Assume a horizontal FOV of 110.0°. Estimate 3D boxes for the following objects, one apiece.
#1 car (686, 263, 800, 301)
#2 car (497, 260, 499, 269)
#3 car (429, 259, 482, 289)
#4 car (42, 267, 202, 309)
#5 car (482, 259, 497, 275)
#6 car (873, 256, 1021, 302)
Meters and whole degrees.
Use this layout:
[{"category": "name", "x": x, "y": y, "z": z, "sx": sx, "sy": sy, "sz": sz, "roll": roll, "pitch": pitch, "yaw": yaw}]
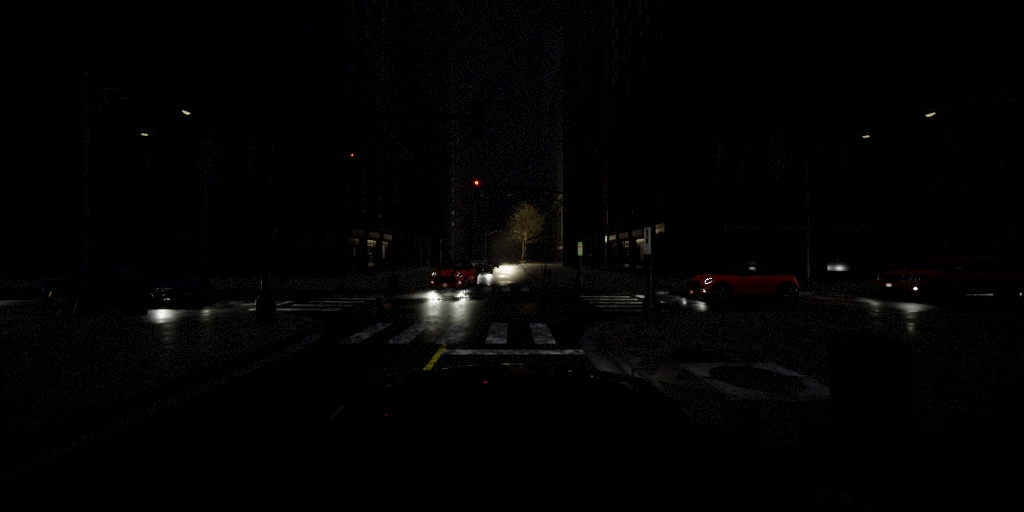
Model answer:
[{"category": "car", "x": 10.789, "y": 1.138, "z": 17.048, "sx": 4.553, "sy": 1.767, "sz": 2.097, "roll": 0, "pitch": 0, "yaw": 0}, {"category": "car", "x": -3.027, "y": 1.252, "z": 56.664, "sx": 1.882, "sy": 1.535, "sz": 5.008, "roll": 0, "pitch": 0, "yaw": 0}, {"category": "car", "x": -3.596, "y": 1.102, "z": 22.895, "sx": 2.097, "sy": 1.767, "sz": 4.553, "roll": 0, "pitch": 0, "yaw": 7}, {"category": "car", "x": -14.903, "y": 1.177, "z": 13.863, "sx": 5.008, "sy": 1.535, "sz": 1.882, "roll": 0, "pitch": 0, "yaw": 2}, {"category": "car", "x": -3.074, "y": 1.319, "z": 39.771, "sx": 1.994, "sy": 1.385, "sz": 4.181, "roll": 0, "pitch": 0, "yaw": 0}, {"category": "car", "x": 20.690, "y": 1.038, "z": 17.034, "sx": 5.566, "sy": 2.045, "sz": 2.150, "roll": 0, "pitch": 0, "yaw": 1}]
